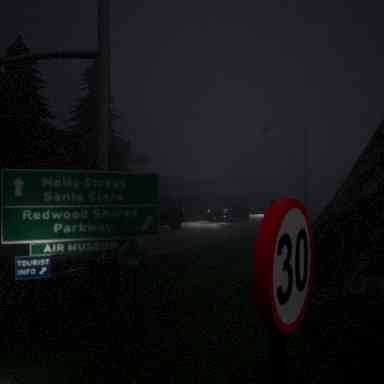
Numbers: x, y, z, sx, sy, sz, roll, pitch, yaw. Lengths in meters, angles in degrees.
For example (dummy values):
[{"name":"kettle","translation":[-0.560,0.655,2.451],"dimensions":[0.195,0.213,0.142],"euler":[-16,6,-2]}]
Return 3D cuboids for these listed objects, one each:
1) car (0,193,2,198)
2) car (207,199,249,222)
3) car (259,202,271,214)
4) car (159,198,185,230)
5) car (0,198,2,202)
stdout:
[{"name":"car","translation":[-38.597,1.489,70.013],"dimensions":[4.514,1.523,2.007],"euler":[0,0,35]},{"name":"car","translation":[3.182,1.544,28.906],"dimensions":[2.097,1.767,4.553],"euler":[0,0,36]},{"name":"car","translation":[9.053,1.755,36.963],"dimensions":[1.994,1.385,4.181],"euler":[0,0,36]},{"name":"car","translation":[-2.706,1.414,20.812],"dimensions":[2.150,2.045,5.566],"euler":[0,0,36]},{"name":"car","translation":[-12.393,1.504,26.071],"dimensions":[1.905,1.878,3.866],"euler":[0,0,35]}]
